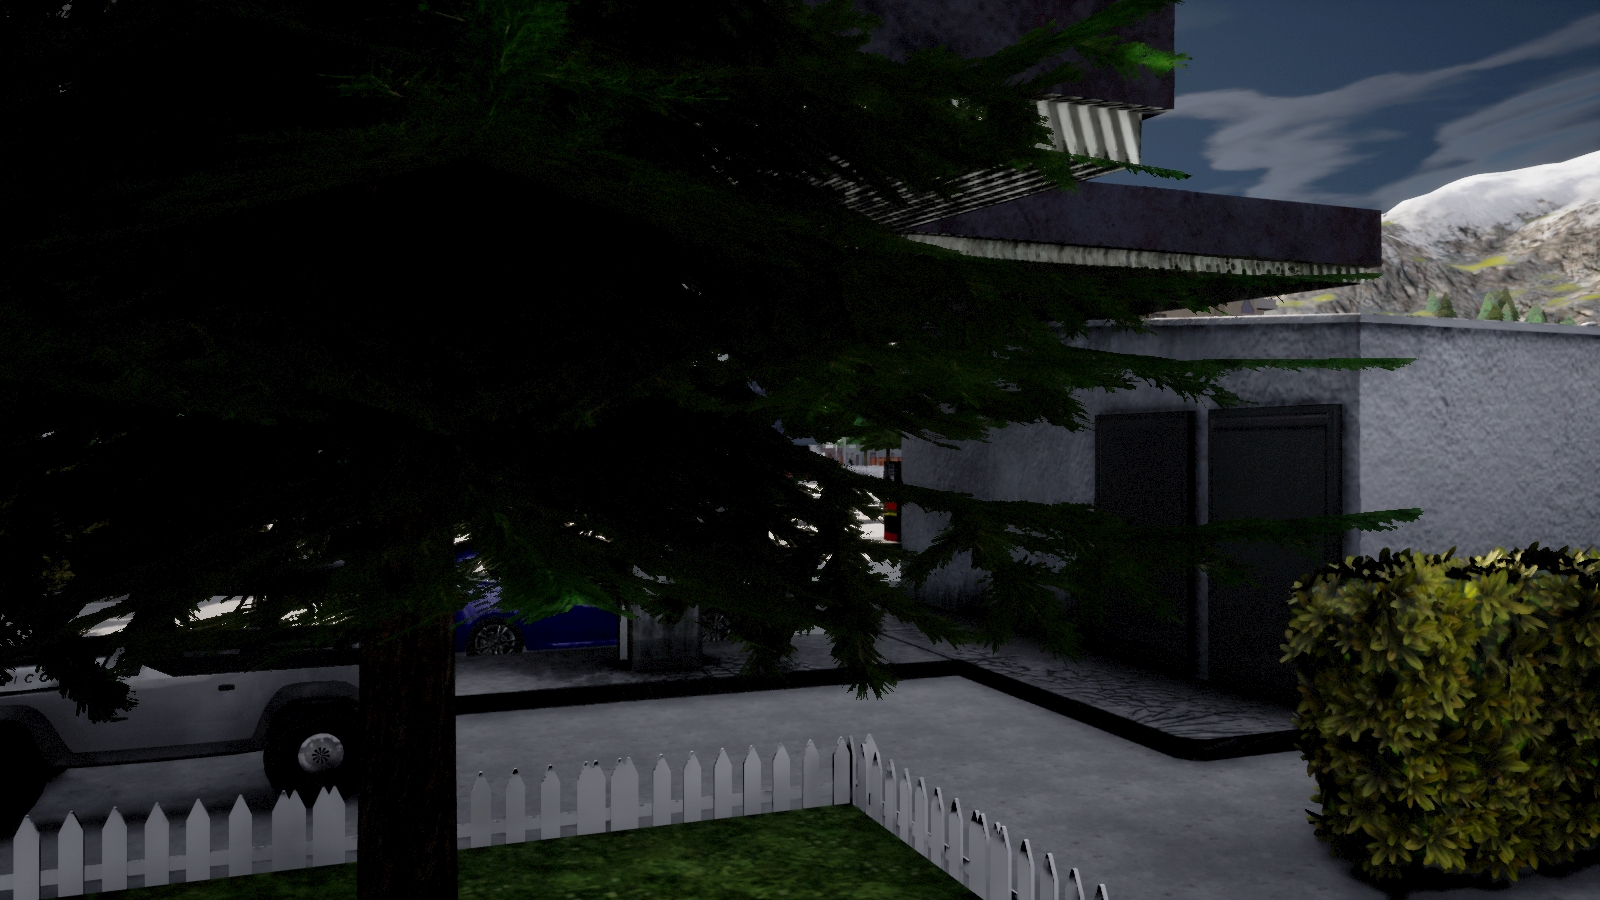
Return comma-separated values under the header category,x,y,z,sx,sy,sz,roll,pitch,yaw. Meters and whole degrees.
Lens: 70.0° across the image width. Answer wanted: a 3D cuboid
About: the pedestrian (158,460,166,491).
category,x,y,z,sx,sy,sz,roll,pitch,yaw
pedestrian,-37.942,1.502,67.959,0.375,1.860,0.375,0,0,-21
